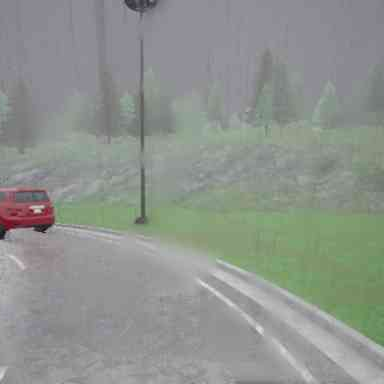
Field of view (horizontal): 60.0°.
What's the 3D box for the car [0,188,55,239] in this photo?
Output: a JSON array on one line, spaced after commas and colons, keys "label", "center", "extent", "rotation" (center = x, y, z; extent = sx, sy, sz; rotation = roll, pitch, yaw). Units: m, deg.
[{"label": "car", "center": [-8.635, 0.838, 15.086], "extent": [5.566, 2.045, 2.150], "rotation": [1, 1, 32]}]
